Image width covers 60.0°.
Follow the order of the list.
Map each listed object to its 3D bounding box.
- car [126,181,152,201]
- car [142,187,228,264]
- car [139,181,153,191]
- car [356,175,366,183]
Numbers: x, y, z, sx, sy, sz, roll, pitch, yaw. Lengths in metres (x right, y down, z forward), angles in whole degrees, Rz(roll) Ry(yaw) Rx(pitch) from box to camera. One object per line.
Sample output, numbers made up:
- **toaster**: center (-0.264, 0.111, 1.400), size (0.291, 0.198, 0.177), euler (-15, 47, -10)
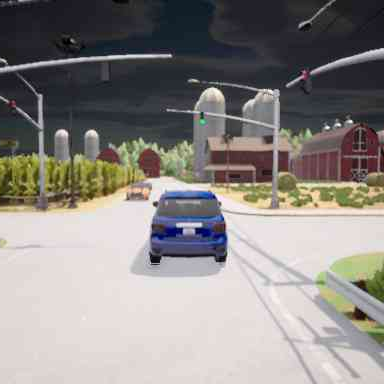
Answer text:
- **car**: center (-5.250, -0.146, 32.553), size (2.097, 1.767, 4.553), euler (0, 3, -5)
- **car**: center (-0.150, 0.915, 10.924), size (2.150, 2.045, 5.566), euler (0, 3, -2)
- **car**: center (-7.141, -1.015, 52.224), size (1.994, 1.385, 4.181), euler (0, 3, -5)
- **car**: center (41.534, -3.020, 80.895), size (1.905, 1.878, 3.866), euler (10, 11, 40)
